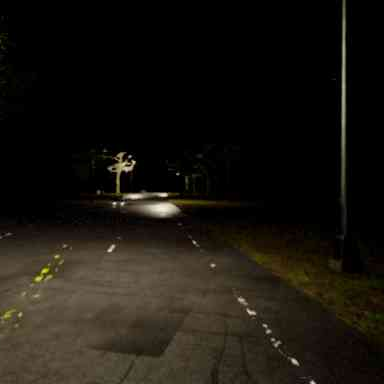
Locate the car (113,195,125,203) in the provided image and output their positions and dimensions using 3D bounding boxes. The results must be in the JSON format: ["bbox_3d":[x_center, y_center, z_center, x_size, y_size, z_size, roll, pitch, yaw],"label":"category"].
[{"bbox_3d":[-14.622,1.359,66.425,1.812,1.442,4.674,0,0,-7],"label":"car"}]
